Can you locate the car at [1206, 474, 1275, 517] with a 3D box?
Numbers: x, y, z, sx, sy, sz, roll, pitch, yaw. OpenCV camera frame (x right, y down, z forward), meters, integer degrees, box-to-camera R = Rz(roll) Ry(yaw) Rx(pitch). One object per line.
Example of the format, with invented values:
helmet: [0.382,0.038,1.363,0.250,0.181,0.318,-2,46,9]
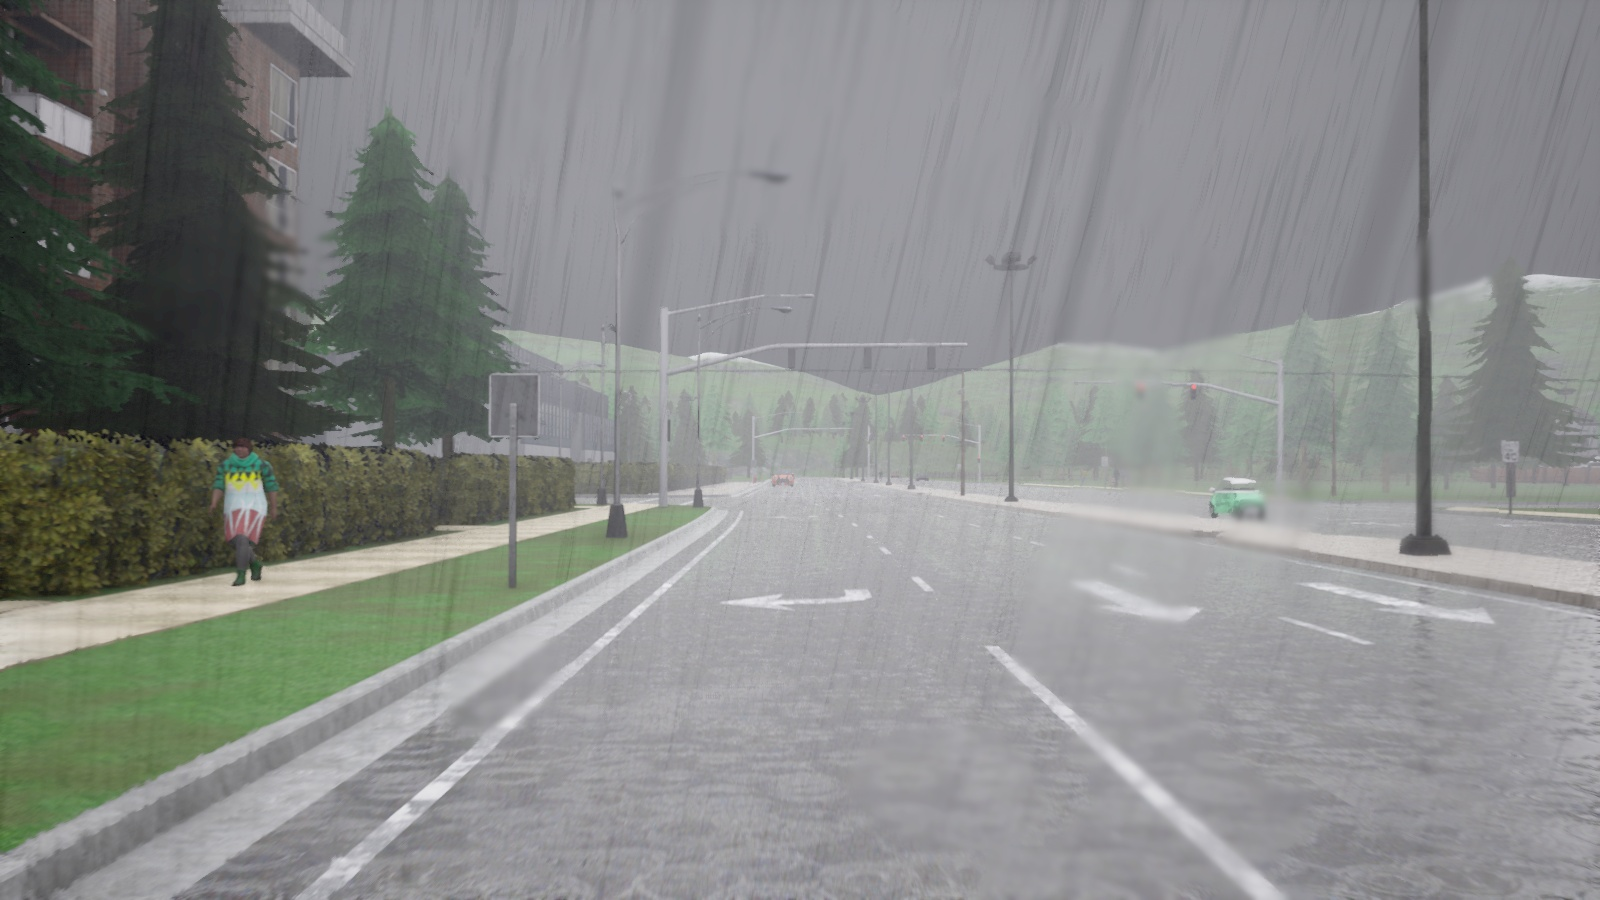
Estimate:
car: [14.736,1.516,42.127,1.481,1.376,2.207,0,-1,-1]

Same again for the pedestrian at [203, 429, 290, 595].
pedestrian: [-6.684,0.735,15.196,0.659,1.952,0.873,0,-1,0]
